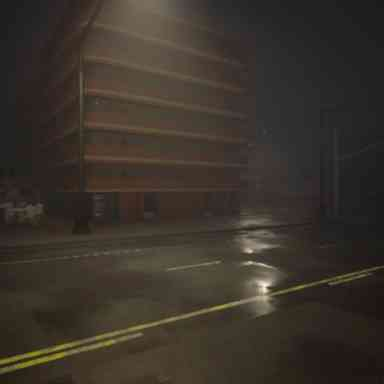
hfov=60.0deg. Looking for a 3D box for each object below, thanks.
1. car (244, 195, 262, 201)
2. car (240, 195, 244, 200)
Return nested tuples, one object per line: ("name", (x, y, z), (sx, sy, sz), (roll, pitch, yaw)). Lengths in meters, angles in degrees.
("car", (15.866, 1.465, 84.137), (3.806, 1.475, 1.970), (-1, 0, -35))
("car", (11.892, 1.310, 88.356), (4.611, 1.667, 2.242), (-1, 0, -35))
